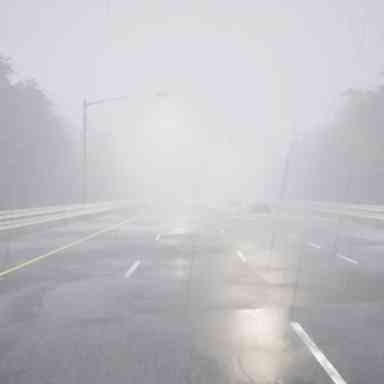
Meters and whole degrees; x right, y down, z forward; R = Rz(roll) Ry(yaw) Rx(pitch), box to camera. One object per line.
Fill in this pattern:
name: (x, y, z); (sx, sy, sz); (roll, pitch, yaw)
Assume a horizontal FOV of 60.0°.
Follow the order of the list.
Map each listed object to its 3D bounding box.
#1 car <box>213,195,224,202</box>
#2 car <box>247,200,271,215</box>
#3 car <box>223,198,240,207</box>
car: (7.432, 1.775, 88.104); (2.097, 1.767, 4.553); (0, 0, 1)
car: (7.071, 1.637, 35.255); (1.837, 1.490, 4.892); (0, 0, 0)
car: (7.189, 1.801, 57.988); (2.033, 1.411, 5.357); (0, 0, 0)
